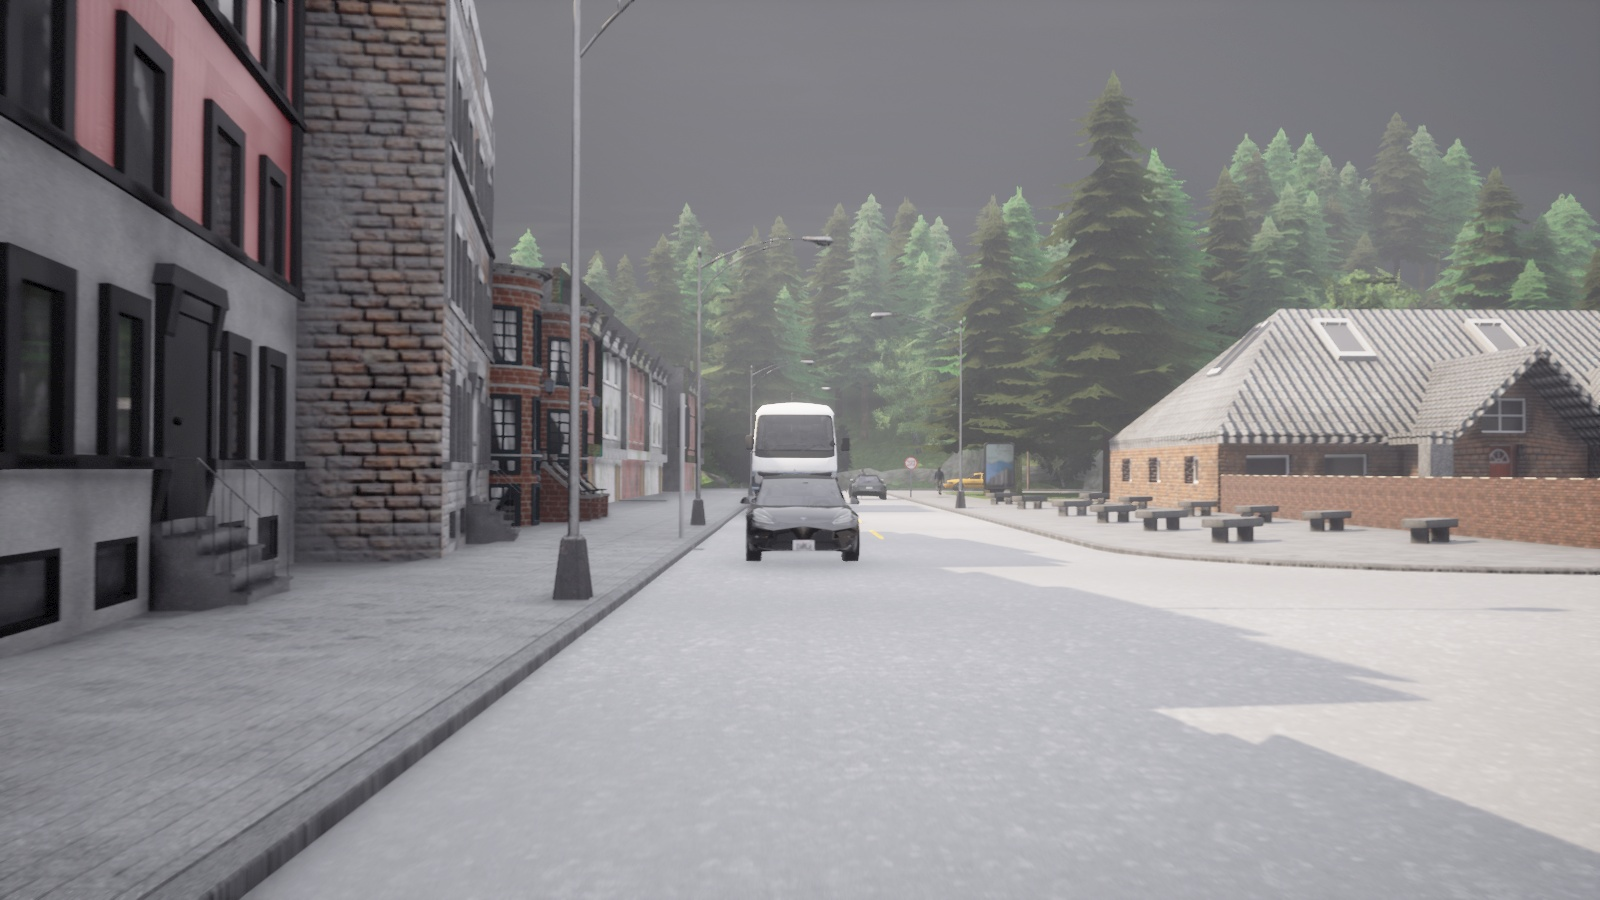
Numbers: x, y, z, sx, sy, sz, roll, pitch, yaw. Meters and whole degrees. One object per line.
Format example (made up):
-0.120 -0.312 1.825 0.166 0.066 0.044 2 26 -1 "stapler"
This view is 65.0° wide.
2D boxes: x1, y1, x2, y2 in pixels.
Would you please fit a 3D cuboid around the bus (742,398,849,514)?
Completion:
-0.191 0.299 51.576 3.944 4.253 10.273 0 -1 0 "bus"

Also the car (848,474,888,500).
3.785 2.038 70.376 1.994 1.385 4.181 0 -1 0 "car"

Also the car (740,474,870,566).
-0.005 1.201 23.193 2.163 1.488 4.792 0 -1 -2 "car"
